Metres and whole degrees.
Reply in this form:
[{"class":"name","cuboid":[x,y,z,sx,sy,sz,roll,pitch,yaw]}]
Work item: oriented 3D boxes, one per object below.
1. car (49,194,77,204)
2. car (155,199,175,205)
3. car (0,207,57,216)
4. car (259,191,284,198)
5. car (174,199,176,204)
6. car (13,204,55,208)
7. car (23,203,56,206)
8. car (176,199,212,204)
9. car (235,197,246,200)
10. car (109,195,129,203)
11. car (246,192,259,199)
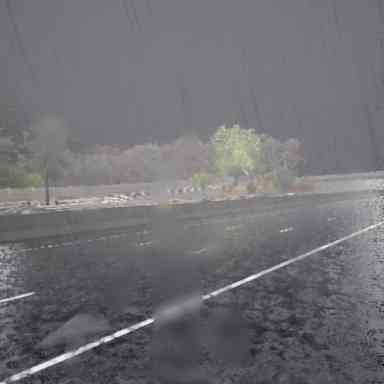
[{"class":"car","cuboid":[-19.299,1.436,49.030,2.150,2.045,5.566,-2,0,17]},{"class":"car","cuboid":[-2.889,1.718,43.769,1.882,1.535,5.008,-2,0,41]},{"class":"car","cuboid":[-11.100,1.992,23.403,2.033,1.411,5.357,-2,0,41]},{"class":"car","cuboid":[12.746,1.058,51.262,2.097,1.767,4.553,-2,0,41]},{"class":"car","cuboid":[0.349,1.639,42.173,1.812,1.442,4.674,-2,0,41]},{"class":"car","cuboid":[-12.797,2.050,26.802,1.812,1.442,4.674,-2,0,41]},{"class":"car","cuboid":[-15.042,1.962,29.476,2.128,1.511,4.902,3,2,40]},{"class":"car","cuboid":[0.862,1.577,37.400,1.837,1.490,4.892,-2,-1,41]},{"class":"car","cuboid":[8.642,1.490,57.203,1.895,1.301,4.718,-2,0,41]},{"class":"car","cuboid":[-14.181,1.290,64.343,1.895,1.301,4.718,-2,2,20]},{"class":"car","cuboid":[11.921,0.980,55.668,2.150,2.045,5.566,-2,0,41]}]
